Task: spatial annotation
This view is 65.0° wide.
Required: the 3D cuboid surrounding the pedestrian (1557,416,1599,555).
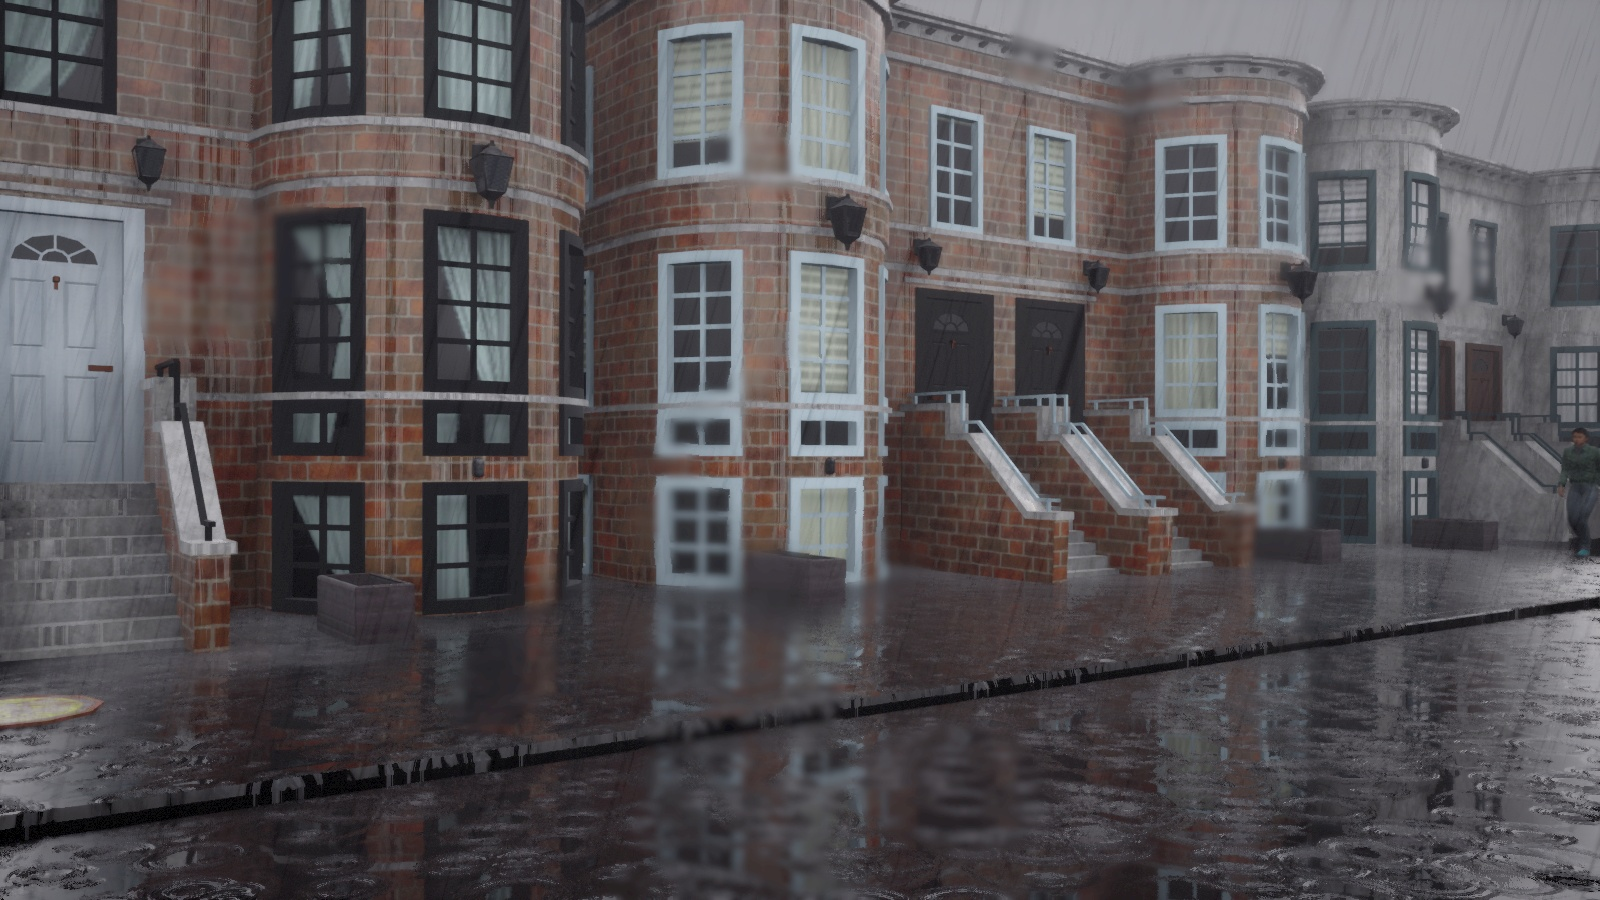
[{"bbox_3d":[10.643,0.474,17.097,0.614,1.847,0.353,0,0,-35],"label":"pedestrian"}]
